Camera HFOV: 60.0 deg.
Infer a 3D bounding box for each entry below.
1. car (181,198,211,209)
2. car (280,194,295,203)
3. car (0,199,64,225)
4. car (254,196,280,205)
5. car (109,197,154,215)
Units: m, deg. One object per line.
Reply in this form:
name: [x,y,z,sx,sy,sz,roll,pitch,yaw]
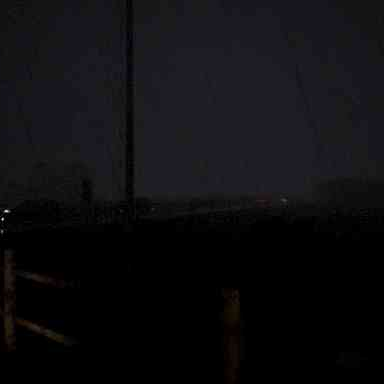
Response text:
car: [0.661,1.452,40.967,1.895,1.301,4.718,-1,0,35]
car: [17.024,1.211,59.588,1.837,1.490,4.892,-1,0,34]
car: [-11.478,1.296,23.441,2.097,1.767,4.553,-1,0,36]
car: [11.392,1.359,51.386,1.895,1.301,4.718,-1,0,34]
car: [-5.713,1.253,31.712,2.097,1.767,4.553,-1,0,35]
